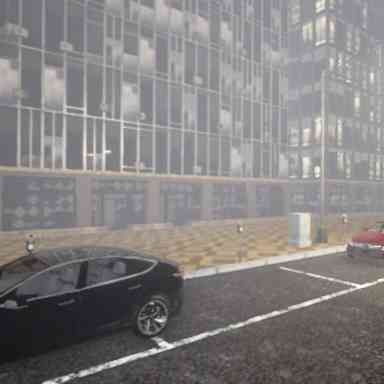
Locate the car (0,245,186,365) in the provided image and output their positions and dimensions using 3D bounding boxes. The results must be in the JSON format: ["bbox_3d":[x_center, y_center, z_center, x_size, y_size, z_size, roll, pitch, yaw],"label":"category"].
[{"bbox_3d":[-2.102,1.571,5.058,4.313,1.339,1.947,0,0,-36],"label":"car"}]

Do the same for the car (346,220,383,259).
[{"bbox_3d":[7.157,1.638,11.679,4.206,1.307,1.802,0,0,-36],"label":"car"}]
